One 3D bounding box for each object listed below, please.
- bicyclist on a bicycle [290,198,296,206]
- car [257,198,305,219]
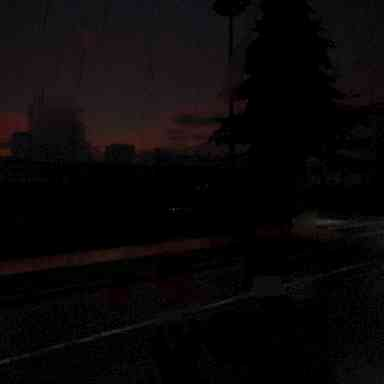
[{"bbox_3d":[10.695,0.999,35.789,1.656,1.620,0.582,-1,1,-35],"label":"bicyclist on a bicycle"},{"bbox_3d":[6.484,1.275,26.185,1.882,1.535,5.008,-1,1,-35],"label":"car"}]
